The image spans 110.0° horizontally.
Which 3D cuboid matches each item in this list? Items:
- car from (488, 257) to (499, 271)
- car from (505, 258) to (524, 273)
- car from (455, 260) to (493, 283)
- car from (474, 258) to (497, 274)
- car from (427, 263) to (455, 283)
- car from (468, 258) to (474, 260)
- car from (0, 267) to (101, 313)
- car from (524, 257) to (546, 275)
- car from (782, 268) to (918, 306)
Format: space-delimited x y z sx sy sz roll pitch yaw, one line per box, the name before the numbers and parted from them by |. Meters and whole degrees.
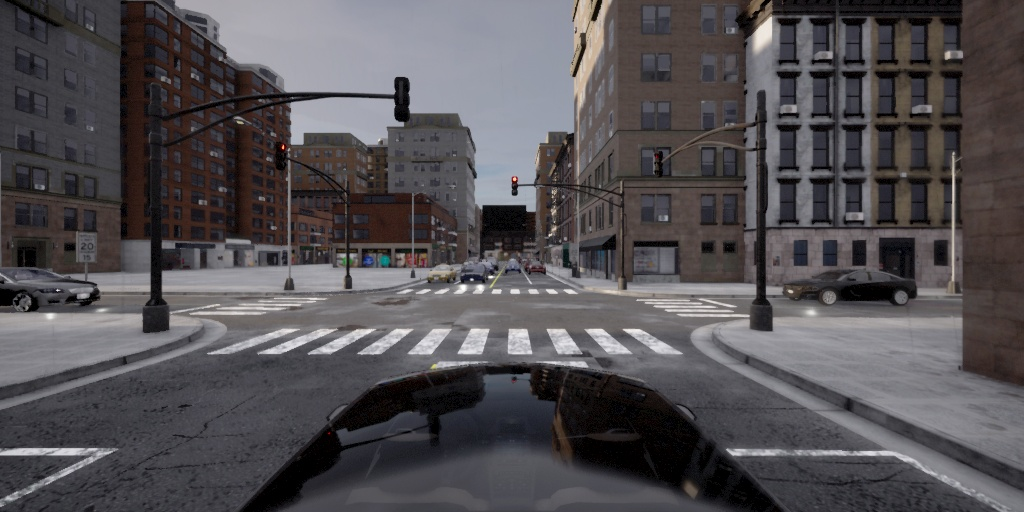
car | -2.815 1.226 48.682 1.882 1.535 5.008 0 0 0
car | 0.117 1.295 44.042 2.033 1.411 5.357 0 0 0
car | -2.838 1.296 28.142 2.033 1.411 5.357 0 0 0
car | -2.837 1.274 38.192 1.812 1.442 4.674 0 0 0
car | -5.377 1.273 27.889 1.751 1.417 4.829 0 0 0
car | -5.371 1.298 45.045 2.007 1.370 4.403 0 0 0
car | -17.844 1.158 12.872 4.902 1.511 2.128 0 0 0
car | 2.652 1.188 39.380 1.967 1.591 4.097 0 0 0
car | 14.778 1.308 15.845 5.008 1.535 1.882 0 0 -1
